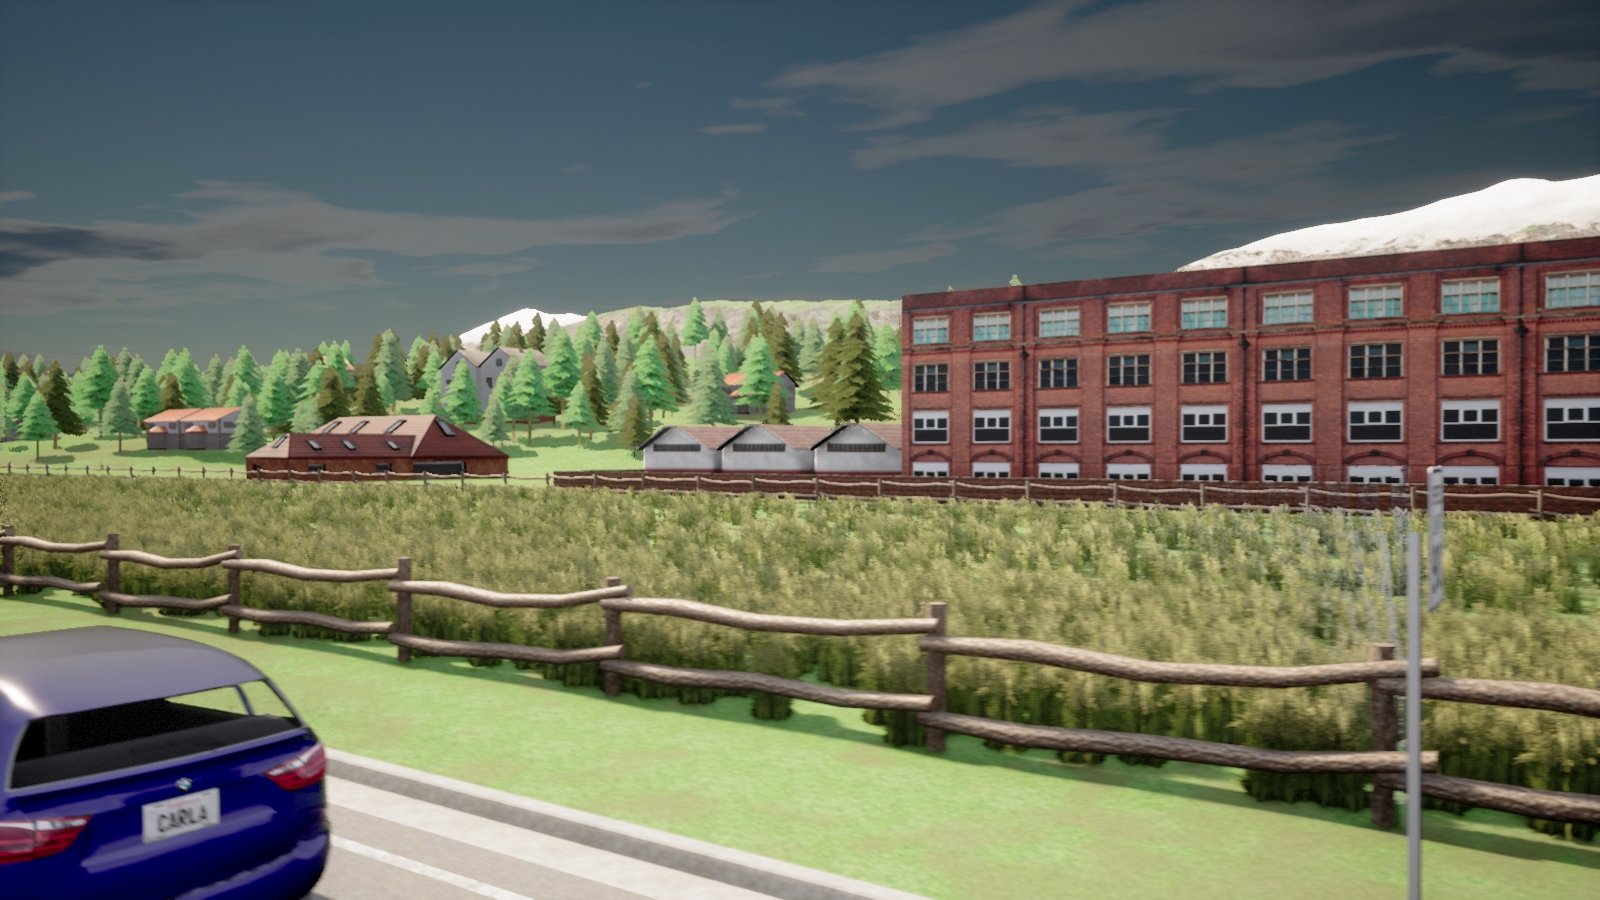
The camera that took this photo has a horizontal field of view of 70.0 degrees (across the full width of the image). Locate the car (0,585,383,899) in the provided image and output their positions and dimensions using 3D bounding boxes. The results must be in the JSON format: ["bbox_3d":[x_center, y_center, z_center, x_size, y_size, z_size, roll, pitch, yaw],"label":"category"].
[{"bbox_3d":[-5.044,1.963,7.245,4.611,1.667,2.242,0,0,34],"label":"car"}]
